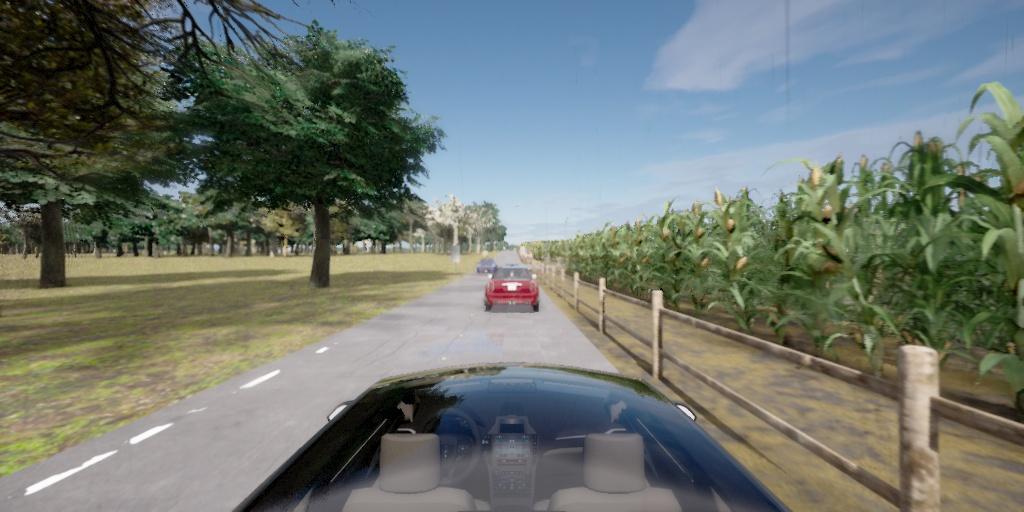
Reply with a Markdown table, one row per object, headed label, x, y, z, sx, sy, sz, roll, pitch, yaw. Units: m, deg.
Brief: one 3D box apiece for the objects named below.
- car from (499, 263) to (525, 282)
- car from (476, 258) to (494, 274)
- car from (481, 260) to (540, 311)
| label | x | y | z | sx | sy | sz | roll | pitch | yaw |
| --- | --- | --- | --- | --- | --- | --- | --- | --- | --- |
| car | 0.011 | 1.352 | 30.291 | 1.994 | 1.385 | 4.181 | 0 | 1 | 0 |
| car | -2.771 | 1.011 | 40.411 | 2.097 | 1.767 | 4.553 | 0 | 1 | 0 |
| car | 0.016 | 1.188 | 15.243 | 2.097 | 1.767 | 4.553 | 0 | 0 | 0 |
